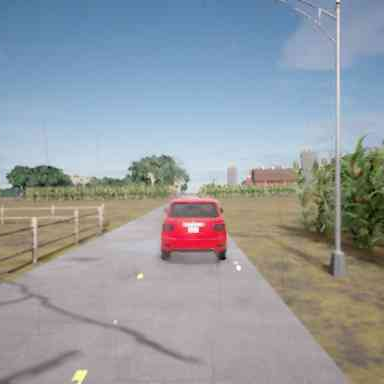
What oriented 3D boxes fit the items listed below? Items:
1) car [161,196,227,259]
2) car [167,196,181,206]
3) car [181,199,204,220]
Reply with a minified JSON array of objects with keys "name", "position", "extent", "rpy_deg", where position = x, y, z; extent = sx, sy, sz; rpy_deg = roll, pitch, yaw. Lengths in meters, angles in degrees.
[{"name":"car","position":[0.069,1.223,12.714],"extent":[2.150,2.045,5.566],"rpy_deg":[0,0,0]},{"name":"car","position":[-2.801,1.404,52.629],"extent":[1.812,1.442,4.674],"rpy_deg":[0,0,0]},{"name":"car","position":[0.080,1.470,28.904],"extent":[1.837,1.490,4.892],"rpy_deg":[0,1,0]}]
